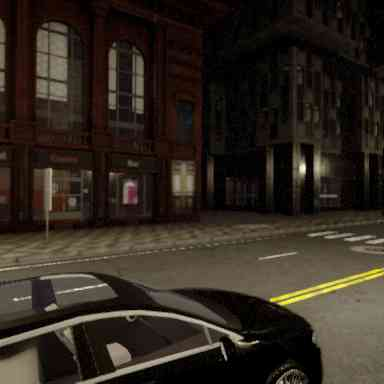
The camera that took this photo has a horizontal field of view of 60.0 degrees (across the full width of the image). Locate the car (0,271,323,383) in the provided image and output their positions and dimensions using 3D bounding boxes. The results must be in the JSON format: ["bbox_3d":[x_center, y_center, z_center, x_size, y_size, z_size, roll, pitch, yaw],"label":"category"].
[{"bbox_3d":[-0.863,1.493,2.822,4.902,1.511,2.128,0,0,-36],"label":"car"}]
